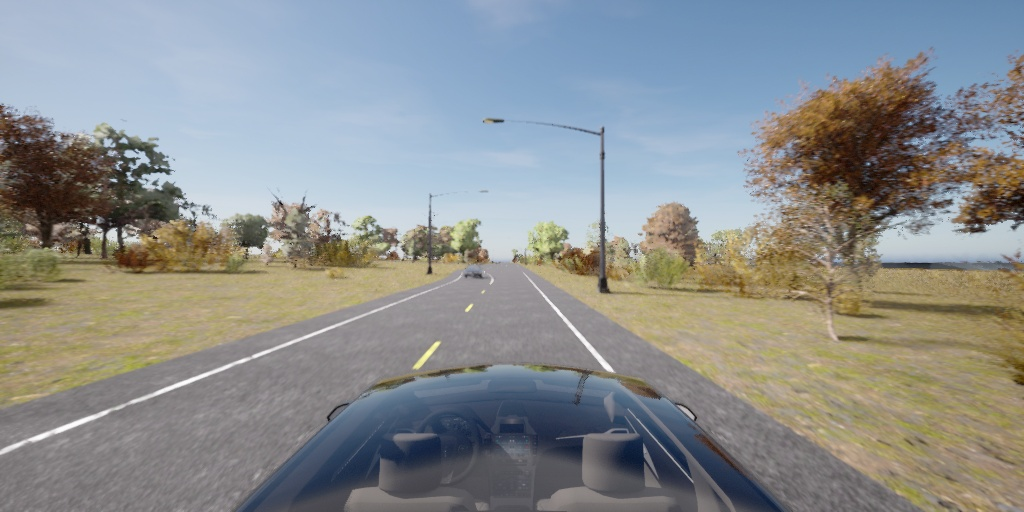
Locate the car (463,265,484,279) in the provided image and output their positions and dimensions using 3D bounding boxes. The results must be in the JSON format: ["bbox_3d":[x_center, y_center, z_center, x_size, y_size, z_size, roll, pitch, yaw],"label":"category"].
[{"bbox_3d":[-3.970,1.620,37.336,1.812,1.442,4.674,0,-1,-4],"label":"car"}]
